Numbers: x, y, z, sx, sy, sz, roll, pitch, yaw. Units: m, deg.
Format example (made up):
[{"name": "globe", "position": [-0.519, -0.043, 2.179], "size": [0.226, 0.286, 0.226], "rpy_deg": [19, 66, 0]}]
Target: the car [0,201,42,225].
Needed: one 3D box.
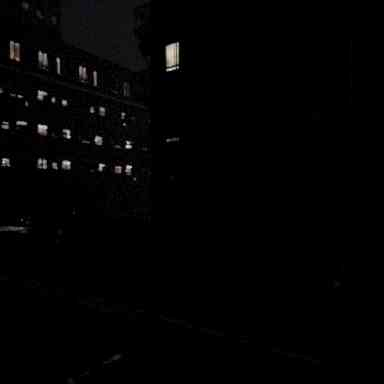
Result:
[{"name": "car", "position": [-14.055, 1.602, 26.140], "size": [2.192, 1.841, 5.009], "rpy_deg": [-1, -2, 35]}]

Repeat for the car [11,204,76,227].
[{"name": "car", "position": [-11.179, 1.864, 25.699], "size": [1.994, 1.385, 4.181], "rpy_deg": [0, -1, 35]}]
